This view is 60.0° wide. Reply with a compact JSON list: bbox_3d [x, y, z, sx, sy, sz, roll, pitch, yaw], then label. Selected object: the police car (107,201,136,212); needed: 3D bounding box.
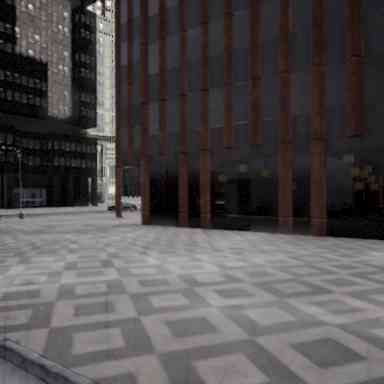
[{"bbox_3d":[-11.332,2.284,53.480,1.930,1.638,5.238,0,-1,36],"label":"police car"}]
